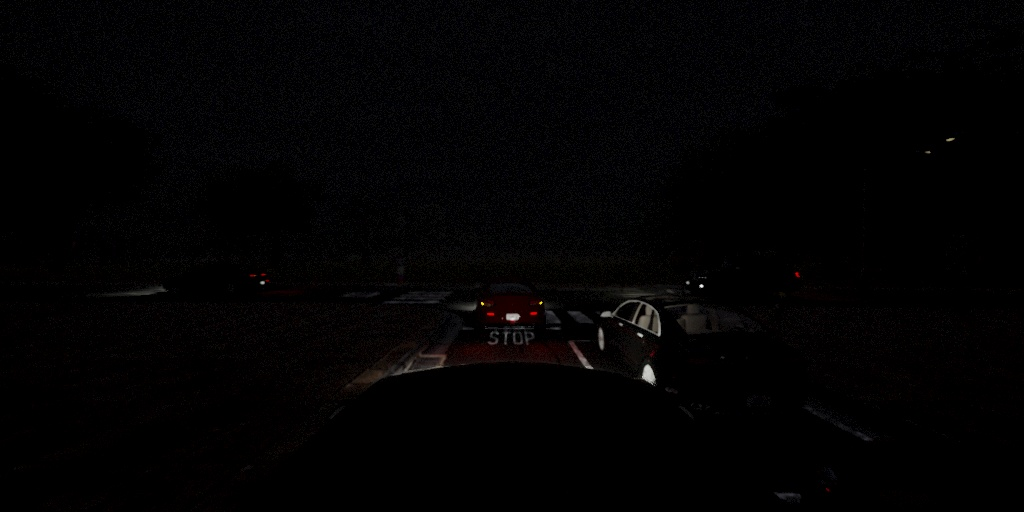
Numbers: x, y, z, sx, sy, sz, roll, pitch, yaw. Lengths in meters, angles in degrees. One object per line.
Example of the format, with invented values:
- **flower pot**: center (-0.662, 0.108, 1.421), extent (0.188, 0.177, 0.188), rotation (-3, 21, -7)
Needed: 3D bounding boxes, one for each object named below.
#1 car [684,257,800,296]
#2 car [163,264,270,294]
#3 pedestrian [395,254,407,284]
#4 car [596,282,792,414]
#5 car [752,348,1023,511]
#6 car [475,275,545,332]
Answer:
- **car**: center (12.233, 1.096, 19.283), extent (5.566, 2.045, 2.150), rotation (0, 1, 0)
- **car**: center (-15.803, 1.173, 19.258), extent (4.892, 1.490, 1.837), rotation (0, 1, 0)
- **pedestrian**: center (-6.890, 0.794, 22.169), extent (0.375, 1.860, 0.375), rotation (0, 1, 0)
- **car**: center (2.635, 1.307, 5.991), extent (2.007, 1.370, 4.403), rotation (0, 0, 0)
- **car**: center (2.637, 1.330, 0.459), extent (1.802, 1.307, 4.207), rotation (0, 0, 0)
- **car**: center (-0.140, 1.293, 10.843), extent (1.812, 1.442, 4.674), rotation (0, 0, -4)
